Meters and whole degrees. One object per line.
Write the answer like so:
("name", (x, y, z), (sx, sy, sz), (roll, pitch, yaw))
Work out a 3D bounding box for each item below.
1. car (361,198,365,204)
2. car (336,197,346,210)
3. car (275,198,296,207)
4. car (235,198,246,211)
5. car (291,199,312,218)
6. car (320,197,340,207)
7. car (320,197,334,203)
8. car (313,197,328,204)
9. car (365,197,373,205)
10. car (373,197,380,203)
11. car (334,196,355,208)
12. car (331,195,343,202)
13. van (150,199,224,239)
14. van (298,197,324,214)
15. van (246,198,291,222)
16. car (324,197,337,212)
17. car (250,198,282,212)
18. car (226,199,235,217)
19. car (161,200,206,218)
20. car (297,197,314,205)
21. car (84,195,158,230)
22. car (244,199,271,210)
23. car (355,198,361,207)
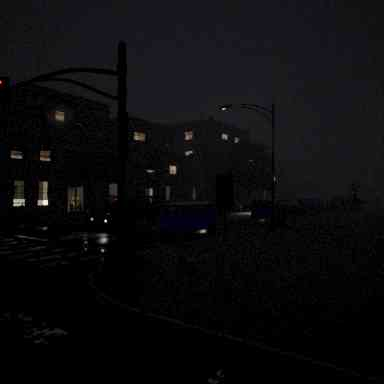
("car", (28.547, 1.748, 58.470), (1.752, 1.417, 4.829), (0, 0, 35))
("car", (18.921, 1.729, 44.779), (1.947, 1.339, 4.313), (0, 0, 35))
("car", (15.252, 1.666, 54.131), (1.887, 1.381, 4.507), (0, 0, 35))
("car", (5.726, 1.507, 40.581), (1.967, 1.590, 4.097), (0, 0, 35))
("car", (9.393, 1.656, 31.228), (1.887, 1.381, 4.507), (0, 0, 35))
("car", (22.731, 1.658, 54.698), (1.882, 1.535, 5.008), (1, 0, 35))
("car", (31.131, 1.793, 76.716), (1.947, 1.339, 4.313), (0, 0, 35))
("car", (27.857, 1.729, 72.060), (1.752, 1.417, 4.829), (0, 0, 35))
("car", (34.801, 1.810, 67.365), (1.887, 1.381, 4.507), (0, 0, 35))
("car", (44.328, 1.900, 80.916), (1.947, 1.339, 4.313), (0, 0, 35))
("car", (22.099, 1.497, 49.297), (2.192, 1.841, 5.009), (0, 0, 35))
("car", (37.483, 1.713, 85.750), (1.967, 1.590, 4.097), (0, 0, 35))
("van", (-0.133, 1.407, 17.677), (1.690, 1.788, 3.998), (0, 0, 35))
("van", (12.571, 1.469, 35.745), (1.690, 1.788, 3.998), (0, 0, 35))
("van", (6.219, 1.436, 26.712), (1.690, 1.788, 3.998), (0, 0, 35))
("car", (15.844, 1.671, 40.402), (1.752, 1.417, 4.829), (0, 0, 35))
("car", (9.213, 1.583, 40.997), (2.128, 1.511, 4.902), (1, 0, 35))
("car", (1.702, 1.531, 30.348), (1.882, 1.535, 5.008), (1, 0, 35))
("car", (-0.725, 1.559, 31.407), (1.752, 1.417, 4.829), (0, 0, 35))
("car", (21.604, 1.706, 63.165), (1.887, 1.381, 4.507), (0, 0, 35))
("car", (-4.294, 1.248, 21.821), (2.150, 2.045, 5.566), (1, 0, 35))
("car", (8.901, 1.629, 45.098), (1.887, 1.381, 4.507), (0, 0, 35))
("car", (25.275, 1.517, 53.814), (2.192, 1.841, 5.009), (0, 0, 35))
